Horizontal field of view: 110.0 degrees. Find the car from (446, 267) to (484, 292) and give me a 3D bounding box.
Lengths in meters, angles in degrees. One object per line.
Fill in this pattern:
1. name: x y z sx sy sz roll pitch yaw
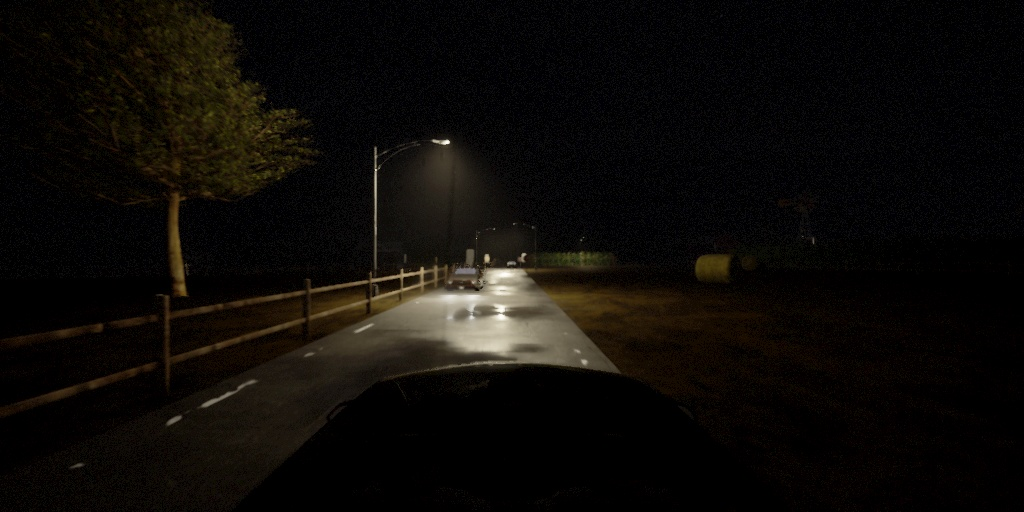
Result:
1. car: -2.763 1.368 22.288 2.033 1.411 5.357 0 0 0
